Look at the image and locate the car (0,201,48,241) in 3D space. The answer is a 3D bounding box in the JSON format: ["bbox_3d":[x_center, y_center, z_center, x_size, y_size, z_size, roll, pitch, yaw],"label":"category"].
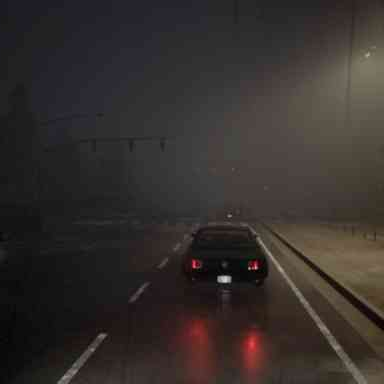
[{"bbox_3d":[-9.135,1.299,16.375,2.097,1.767,4.553,0,0,6],"label":"car"}]

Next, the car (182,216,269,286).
[{"bbox_3d":[0.900,1.579,9.350,1.895,1.301,4.718,0,0,5],"label":"car"}]

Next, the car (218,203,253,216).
[{"bbox_3d":[3.710,1.550,27.472,1.895,1.301,4.718,0,0,21],"label":"car"}]
